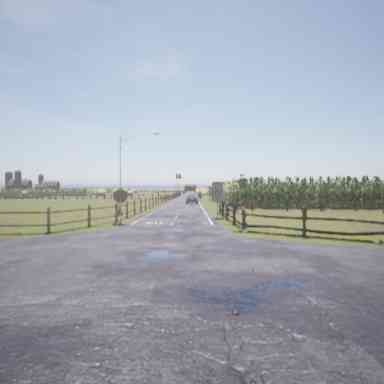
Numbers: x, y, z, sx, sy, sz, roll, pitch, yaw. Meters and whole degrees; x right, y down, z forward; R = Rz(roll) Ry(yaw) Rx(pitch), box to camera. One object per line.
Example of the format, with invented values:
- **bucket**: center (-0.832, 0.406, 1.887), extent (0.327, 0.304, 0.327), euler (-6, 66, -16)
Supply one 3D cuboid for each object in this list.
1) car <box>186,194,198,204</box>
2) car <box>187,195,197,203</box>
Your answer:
- **car**: center (0.011, 1.202, 58.118), extent (2.097, 1.767, 4.553), euler (0, 0, 0)
- **car**: center (0.013, 1.364, 68.154), extent (2.033, 1.411, 5.357), euler (0, 0, 0)
